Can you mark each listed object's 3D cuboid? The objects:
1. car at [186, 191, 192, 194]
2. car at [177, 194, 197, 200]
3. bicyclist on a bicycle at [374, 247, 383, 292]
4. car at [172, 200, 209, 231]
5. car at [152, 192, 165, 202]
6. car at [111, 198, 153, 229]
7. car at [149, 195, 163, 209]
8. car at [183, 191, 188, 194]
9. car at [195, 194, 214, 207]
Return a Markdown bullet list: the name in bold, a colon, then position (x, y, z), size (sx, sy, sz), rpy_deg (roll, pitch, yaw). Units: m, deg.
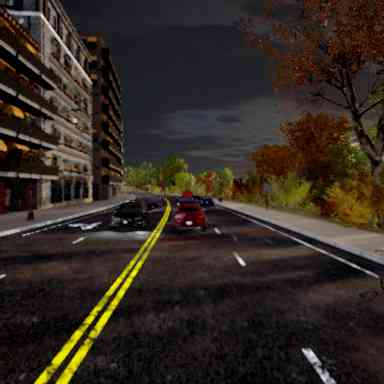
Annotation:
- **car**: position (0.546, 1.078, 61.383), size (2.128, 1.511, 4.902), rpy_deg (0, 1, -5)
- **car**: position (-0.898, 1.309, 36.475), size (2.033, 1.411, 5.357), rpy_deg (0, 0, -3)
- **bicyclist on a bicycle**: position (4.123, 1.393, 6.499), size (0.866, 1.612, 1.509), rpy_deg (0, 0, -1)
- **car**: position (-0.206, 1.402, 19.306), size (1.812, 1.442, 4.674), rpy_deg (0, 0, -2)
- **car**: position (-5.577, 0.808, 56.179), size (2.128, 1.511, 4.902), rpy_deg (0, 0, -5)
- **car**: position (-3.691, 1.376, 20.453), size (1.837, 1.490, 4.892), rpy_deg (0, 0, -2)
- **car**: position (-4.562, 1.285, 40.313), size (2.033, 1.411, 5.357), rpy_deg (0, 0, -3)
- **car**: position (-1.146, 0.692, 77.658), size (2.150, 2.045, 5.566), rpy_deg (0, 0, -7)
- **car**: position (1.838, 1.264, 45.013), size (1.994, 1.385, 4.181), rpy_deg (0, 1, -4)
